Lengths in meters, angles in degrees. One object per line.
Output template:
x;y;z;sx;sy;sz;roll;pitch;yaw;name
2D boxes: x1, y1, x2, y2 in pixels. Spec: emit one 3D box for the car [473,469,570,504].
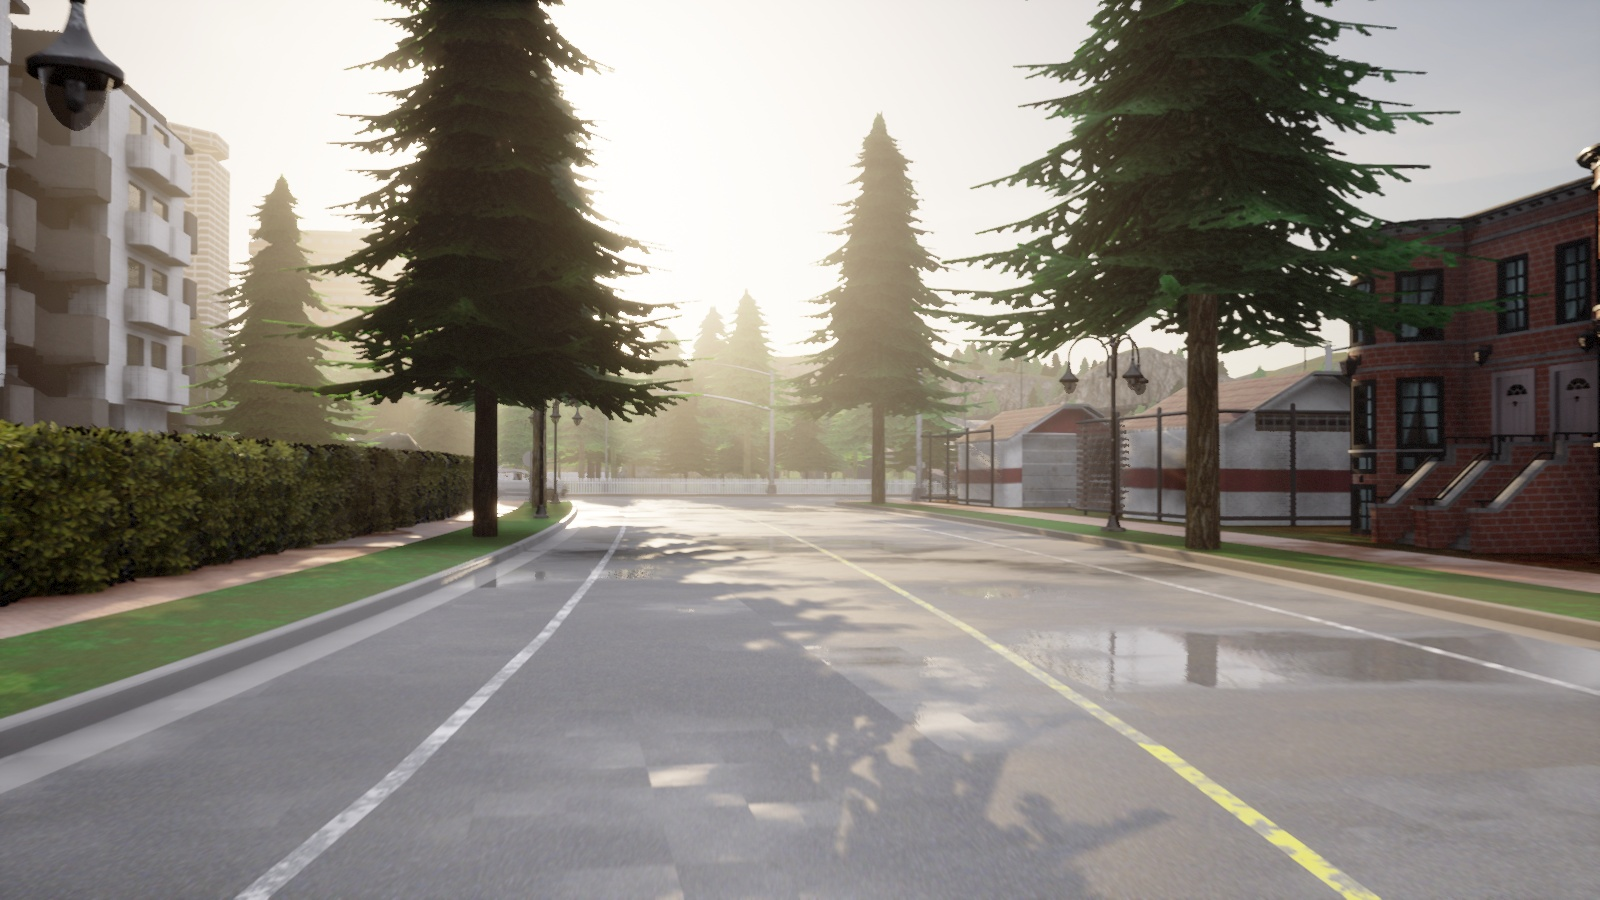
-13.903;1.809;62.867;4.611;1.667;2.242;0;-1;-9;car
